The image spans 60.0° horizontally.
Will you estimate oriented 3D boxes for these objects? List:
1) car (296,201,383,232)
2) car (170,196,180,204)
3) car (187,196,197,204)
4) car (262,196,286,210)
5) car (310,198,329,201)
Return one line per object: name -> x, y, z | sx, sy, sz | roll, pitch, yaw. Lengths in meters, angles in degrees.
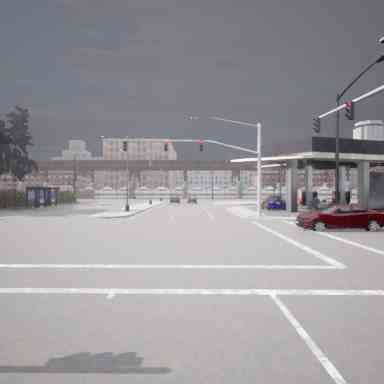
car -> 8.637, 1.478, 19.405 | 5.008, 1.535, 1.882 | 0, 0, -2
car -> -3.358, 1.491, 66.287 | 2.128, 1.511, 4.902 | 0, 0, 0
car -> 0.040, 1.547, 64.364 | 2.033, 1.411, 5.357 | 0, 0, 0
car -> 9.735, 1.295, 39.683 | 2.242, 1.667, 4.611 | 0, 0, 0
car -> 15.480, 1.456, 40.442 | 1.970, 1.475, 3.806 | 0, 0, 0
